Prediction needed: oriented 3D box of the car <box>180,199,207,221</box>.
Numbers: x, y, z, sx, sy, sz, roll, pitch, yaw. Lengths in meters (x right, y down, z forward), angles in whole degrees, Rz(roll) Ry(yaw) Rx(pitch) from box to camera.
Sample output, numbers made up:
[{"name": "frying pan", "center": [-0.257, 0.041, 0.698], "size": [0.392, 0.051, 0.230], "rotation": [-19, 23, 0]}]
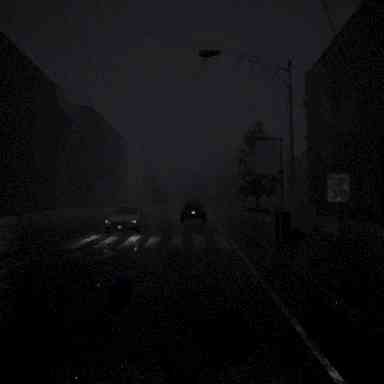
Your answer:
[{"name": "car", "center": [0.104, 1.470, 26.047], "size": [1.994, 1.385, 4.181], "rotation": [0, 0, 0]}]

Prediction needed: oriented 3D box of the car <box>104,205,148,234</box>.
[{"name": "car", "center": [-3.586, 1.460, 18.803], "size": [1.812, 1.442, 4.674], "rotation": [0, 0, 0]}]

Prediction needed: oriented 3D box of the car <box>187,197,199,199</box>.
[{"name": "car", "center": [0.107, 1.318, 42.729], "size": [1.882, 1.535, 5.008], "rotation": [0, 0, 0]}]
